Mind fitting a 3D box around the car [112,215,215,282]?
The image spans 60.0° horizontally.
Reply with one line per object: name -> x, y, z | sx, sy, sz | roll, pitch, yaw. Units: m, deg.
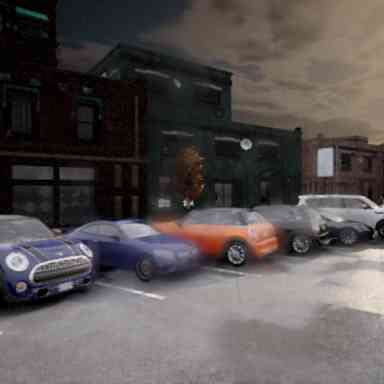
car -> -1.929, 1.505, 9.742 | 4.674, 1.452, 2.002 | -1, -1, 35

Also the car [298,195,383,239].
car -> 7.902, 1.156, 16.663 | 5.566, 2.045, 2.435 | -1, -1, 35

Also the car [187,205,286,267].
car -> 0.545, 1.324, 11.453 | 4.553, 1.767, 2.185 | -1, 0, 35

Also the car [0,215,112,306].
car -> -4.404, 1.356, 8.030 | 4.553, 1.767, 2.185 | -1, -1, 35

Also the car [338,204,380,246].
car -> 5.454, 1.450, 14.930 | 4.792, 1.488, 2.163 | -1, -1, 35

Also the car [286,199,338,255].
car -> 2.996, 1.309, 13.186 | 4.553, 1.767, 2.185 | -1, 0, 35
